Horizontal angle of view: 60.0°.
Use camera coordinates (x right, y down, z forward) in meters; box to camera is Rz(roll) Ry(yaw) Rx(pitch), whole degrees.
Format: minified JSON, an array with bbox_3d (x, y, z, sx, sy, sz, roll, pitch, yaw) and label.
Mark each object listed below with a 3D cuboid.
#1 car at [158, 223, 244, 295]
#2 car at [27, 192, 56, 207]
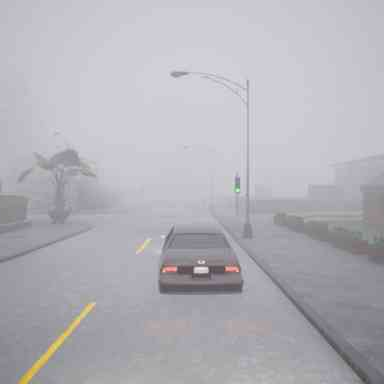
[{"bbox_3d":[0.107,1.547,8.900,2.033,1.411,5.357,0,0,-2],"label":"car"},{"bbox_3d":[-19.789,0.985,43.778,1.905,1.878,3.866,0,0,35],"label":"car"}]
